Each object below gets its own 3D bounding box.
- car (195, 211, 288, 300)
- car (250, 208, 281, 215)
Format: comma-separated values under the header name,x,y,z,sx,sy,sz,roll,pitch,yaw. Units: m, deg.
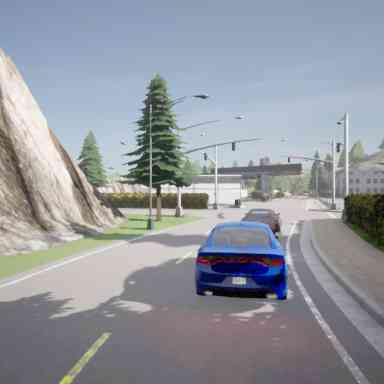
name,x,y,z,sx,sy,sz,roll,pitch,yaw
car,1.302,1.479,8.551,1.882,1.535,5.008,0,0,10
car,3.714,1.567,17.738,1.994,1.385,4.181,0,0,17
